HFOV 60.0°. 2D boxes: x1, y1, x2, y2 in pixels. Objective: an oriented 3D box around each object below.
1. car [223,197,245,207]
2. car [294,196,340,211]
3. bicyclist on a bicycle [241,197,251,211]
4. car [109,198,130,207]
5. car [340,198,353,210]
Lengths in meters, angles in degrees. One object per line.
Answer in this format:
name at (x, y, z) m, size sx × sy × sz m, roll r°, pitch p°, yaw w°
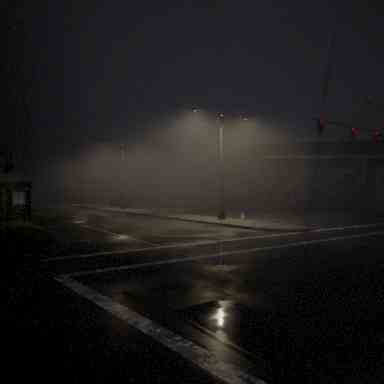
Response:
car at (6.554, 1.477, 52.399) m, size 1.882 × 1.535 × 5.008 m, roll 0°, pitch 0°, yaw 36°
car at (13.908, 1.295, 38.118) m, size 2.242 × 1.667 × 4.611 m, roll 0°, pitch 0°, yaw -35°
bicyclist on a bicycle at (6.331, 1.430, 39.760) m, size 1.656 × 1.620 × 0.582 m, roll -6°, pitch -7°, yaw -37°
car at (-11.077, 1.564, 50.732) m, size 1.994 × 1.385 × 4.181 m, roll 0°, pitch 0°, yaw -35°
car at (18.173, 1.456, 42.041) m, size 1.970 × 1.475 × 3.806 m, roll 0°, pitch 0°, yaw -35°
